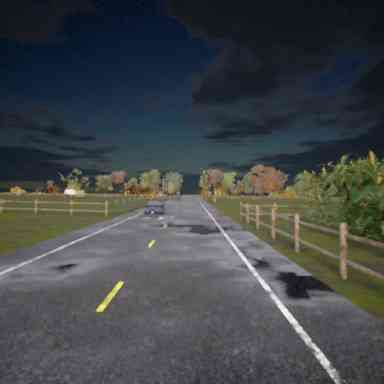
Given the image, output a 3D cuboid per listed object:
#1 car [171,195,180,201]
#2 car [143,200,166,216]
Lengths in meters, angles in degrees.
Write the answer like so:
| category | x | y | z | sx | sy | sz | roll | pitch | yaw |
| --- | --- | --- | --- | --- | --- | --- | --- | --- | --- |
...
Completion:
| category | x | y | z | sx | sy | sz | roll | pitch | yaw |
| --- | --- | --- | --- | --- | --- | --- | --- | --- | --- |
| car | -3.493 | 1.297 | 73.500 | 2.033 | 1.411 | 5.357 | 0 | 0 | 0 |
| car | -3.596 | 1.532 | 32.996 | 2.033 | 1.411 | 5.357 | 0 | 0 | 0 |
